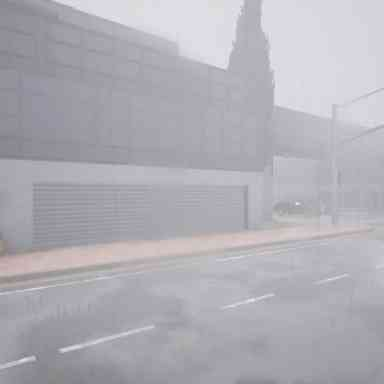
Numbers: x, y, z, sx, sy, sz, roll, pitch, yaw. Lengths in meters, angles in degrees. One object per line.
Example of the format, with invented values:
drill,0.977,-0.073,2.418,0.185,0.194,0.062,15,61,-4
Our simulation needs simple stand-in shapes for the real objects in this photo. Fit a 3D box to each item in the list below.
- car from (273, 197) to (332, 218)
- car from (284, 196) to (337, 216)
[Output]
car,9.736,1.491,30.393,2.128,1.511,4.902,0,0,-37
car,11.825,1.352,33.450,2.097,1.767,4.553,0,0,-37
